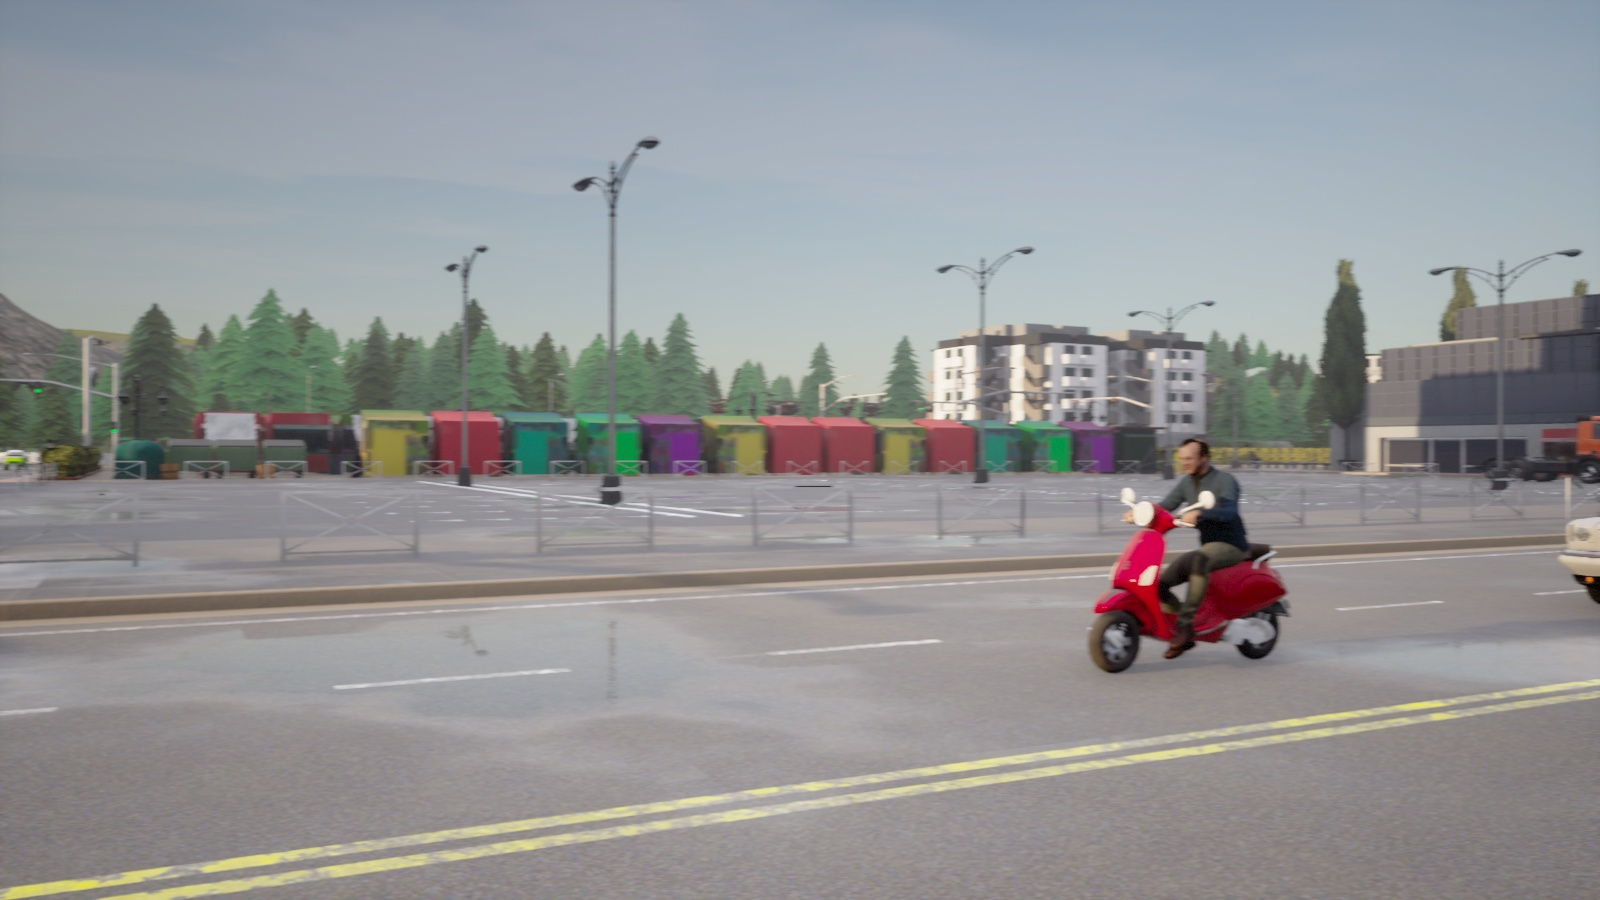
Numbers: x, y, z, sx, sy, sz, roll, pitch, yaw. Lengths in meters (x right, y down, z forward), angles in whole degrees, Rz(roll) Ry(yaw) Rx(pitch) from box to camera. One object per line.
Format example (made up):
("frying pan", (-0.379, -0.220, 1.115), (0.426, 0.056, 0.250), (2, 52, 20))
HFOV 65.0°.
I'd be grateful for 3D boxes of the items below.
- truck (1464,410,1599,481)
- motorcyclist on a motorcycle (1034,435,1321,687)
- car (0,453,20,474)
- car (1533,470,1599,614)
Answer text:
("truck", (38.678, -0.209, 64.517), (2.891, 3.462, 7.936), (0, 0, -26))
("motorcyclist on a motorcycle", (2.629, 0.703, 8.735), (1.817, 1.590, 0.866), (0, 0, -27))
("car", (-53.164, 0.915, 84.023), (1.481, 1.376, 2.207), (0, 0, -27))
("car", (9.575, 0.848, 12.312), (4.718, 1.301, 1.895), (0, 0, -27))
